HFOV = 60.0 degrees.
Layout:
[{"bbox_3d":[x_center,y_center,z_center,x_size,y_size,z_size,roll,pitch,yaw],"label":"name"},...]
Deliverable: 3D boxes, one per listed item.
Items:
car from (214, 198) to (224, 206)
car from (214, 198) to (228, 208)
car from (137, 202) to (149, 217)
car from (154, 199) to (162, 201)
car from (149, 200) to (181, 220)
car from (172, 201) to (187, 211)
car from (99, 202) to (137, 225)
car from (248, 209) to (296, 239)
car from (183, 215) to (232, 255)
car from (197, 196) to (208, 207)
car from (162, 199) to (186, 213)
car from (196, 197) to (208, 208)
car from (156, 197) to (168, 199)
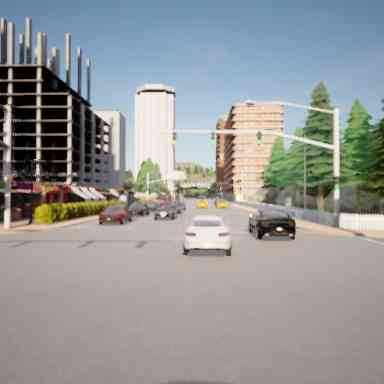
[{"bbox_3d":[5.599,2.051,68.940,1.882,1.535,5.008,0,-1,2],"label":"car"},{"bbox_3d":[5.345,2.108,59.370,1.882,1.535,5.008,0,-1,2],"label":"car"},{"bbox_3d":[-5.855,1.866,36.533,1.882,1.535,5.008,0,-1,2],"label":"car"},{"bbox_3d":[-5.544,2.044,46.692,2.033,1.411,5.357,0,-1,2],"label":"car"},{"bbox_3d":[-2.482,1.831,31.925,2.128,1.511,4.902,0,-1,2],"label":"car"},{"bbox_3d":[-1.869,2.095,51.494,2.033,1.411,5.357,0,-1,2],"label":"car"},{"bbox_3d":[-6.114,1.767,27.188,1.882,1.535,5.008,0,-1,2],"label":"car"},{"bbox_3d":[4.316,1.675,18.513,1.882,1.535,5.008,0,-1,2],"label":"car"},{"bbox_3d":[0.633,1.674,13.903,1.812,1.442,4.674,0,-1,3],"label":"car"},{"bbox_3d":[2.107,1.961,69.266,2.150,2.045,5.566,0,-1,2],"label":"car"},{"bbox_3d":[-2.222,1.928,41.052,2.128,1.511,4.902,0,-1,2],"label":"car"},{"bbox_3d":[1.843,2.108,59.306,1.882,1.535,5.008,0,-1,2],"label":"car"},{"bbox_3d":[-5.216,1.829,57.177,2.150,2.045,5.566,0,-1,2],"label":"car"}]
